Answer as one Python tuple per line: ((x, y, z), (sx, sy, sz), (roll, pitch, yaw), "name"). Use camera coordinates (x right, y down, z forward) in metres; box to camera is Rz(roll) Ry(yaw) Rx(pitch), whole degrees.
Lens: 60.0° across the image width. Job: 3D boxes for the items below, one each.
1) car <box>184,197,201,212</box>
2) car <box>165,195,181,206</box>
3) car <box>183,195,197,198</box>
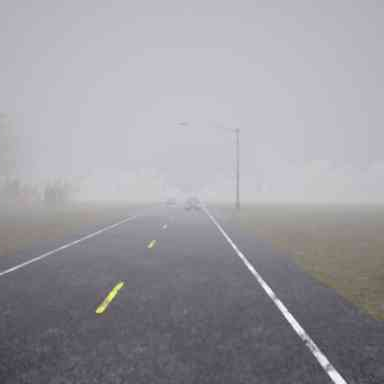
((0.112, 1.634, 39.363), (1.895, 1.301, 4.718), (0, 0, 0), "car")
((-3.522, 1.593, 56.897), (2.033, 1.411, 5.357), (0, 0, 1), "car")
((0.115, 1.393, 50.803), (2.097, 1.767, 4.553), (0, 0, 0), "car")
